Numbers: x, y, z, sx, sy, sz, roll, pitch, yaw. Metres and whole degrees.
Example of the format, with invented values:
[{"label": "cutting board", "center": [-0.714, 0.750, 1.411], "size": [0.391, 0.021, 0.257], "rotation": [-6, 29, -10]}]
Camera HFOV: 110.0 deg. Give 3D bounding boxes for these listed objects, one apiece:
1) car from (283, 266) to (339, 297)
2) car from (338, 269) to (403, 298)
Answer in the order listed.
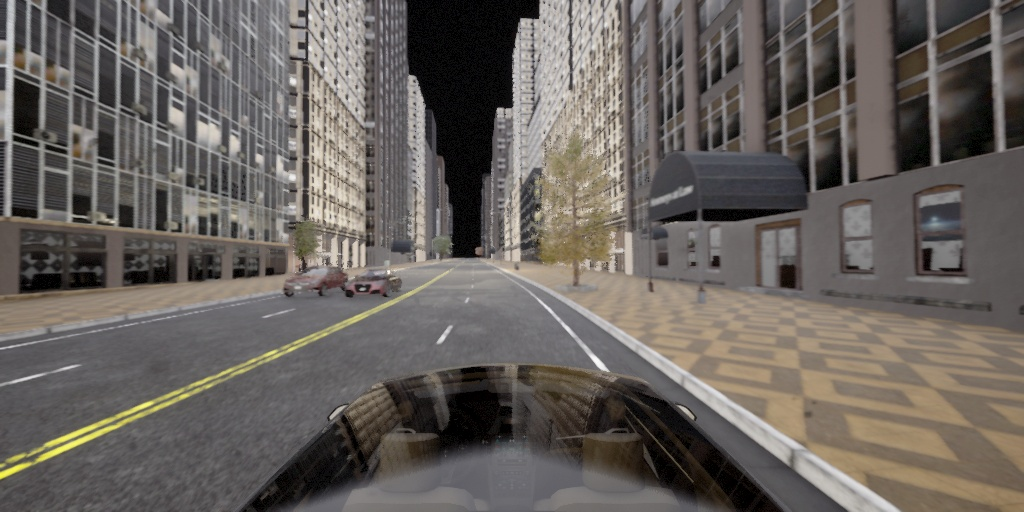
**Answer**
[{"label": "car", "center": [-10.393, 1.262, 19.430], "size": [1.812, 1.442, 4.674], "rotation": [0, 0, -4]}, {"label": "car", "center": [-7.103, 1.365, 18.794], "size": [1.994, 1.385, 4.181], "rotation": [0, 0, -3]}]
